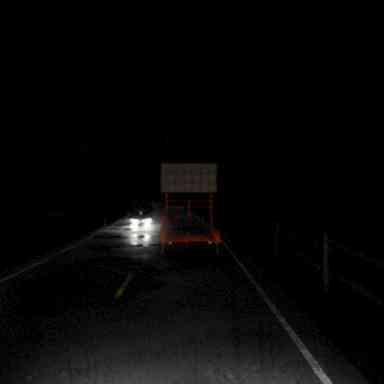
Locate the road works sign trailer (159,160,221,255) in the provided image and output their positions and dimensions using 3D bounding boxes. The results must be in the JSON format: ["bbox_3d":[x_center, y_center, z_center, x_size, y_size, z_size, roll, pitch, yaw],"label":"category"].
[{"bbox_3d":[-0.125,0.490,13.526,2.380,3.560,2.880,0,0,-3],"label":"road works sign trailer"}]

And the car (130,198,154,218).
[{"bbox_3d":[-4.530,1.549,30.516,2.128,1.511,4.902,0,0,-5],"label":"car"}]
